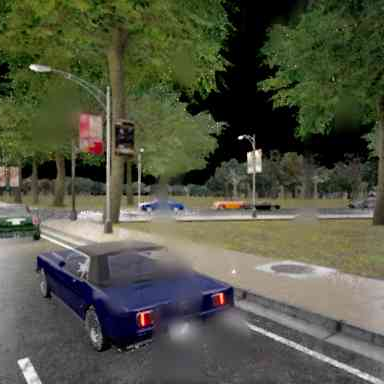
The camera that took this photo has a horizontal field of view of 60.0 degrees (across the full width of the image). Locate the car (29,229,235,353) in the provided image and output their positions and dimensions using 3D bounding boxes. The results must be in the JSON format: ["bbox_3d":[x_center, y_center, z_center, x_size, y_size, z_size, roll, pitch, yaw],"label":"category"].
[{"bbox_3d":[-1.480,1.596,6.274,1.895,1.301,4.718,0,0,-37],"label":"car"}]

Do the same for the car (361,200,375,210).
[{"bbox_3d":[26.504,1.792,45.795,4.902,1.511,2.128,1,0,-13],"label":"car"}]

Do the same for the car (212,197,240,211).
[{"bbox_3d":[4.958,1.509,43.907,4.553,1.767,2.097,0,0,-14],"label":"car"}]

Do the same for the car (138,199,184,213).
[{"bbox_3d":[-3.425,1.582,38.498,5.008,1.535,1.882,0,0,-13],"label":"car"}]

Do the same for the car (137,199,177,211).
[{"bbox_3d":[-4.375,1.626,41.604,4.674,1.442,1.812,0,0,-15],"label":"car"}]

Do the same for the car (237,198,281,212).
[{"bbox_3d":[8.478,1.777,41.426,4.718,1.301,1.895,0,0,-14],"label":"car"}]

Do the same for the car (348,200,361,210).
[{"bbox_3d":[25.099,1.857,48.802,4.181,1.385,1.994,1,0,-13],"label":"car"}]

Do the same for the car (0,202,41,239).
[{"bbox_3d":[-8.841,1.337,16.000,2.097,1.767,4.553,0,0,-37],"label":"car"}]
